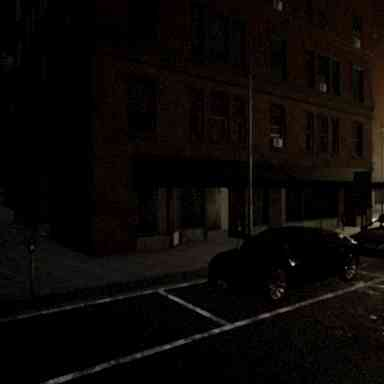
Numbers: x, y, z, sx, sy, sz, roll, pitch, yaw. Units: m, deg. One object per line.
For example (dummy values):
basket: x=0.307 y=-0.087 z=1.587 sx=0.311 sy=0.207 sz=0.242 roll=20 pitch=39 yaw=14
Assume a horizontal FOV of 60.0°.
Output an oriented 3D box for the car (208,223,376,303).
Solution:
car: x=2.405 y=1.553 z=8.213 sx=4.313 sy=1.339 sz=1.947 roll=0 pitch=0 yaw=-35

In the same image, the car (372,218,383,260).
car: x=6.899 y=1.559 z=11.387 sx=4.206 sy=1.307 sz=1.802 roll=0 pitch=0 yaw=-35
